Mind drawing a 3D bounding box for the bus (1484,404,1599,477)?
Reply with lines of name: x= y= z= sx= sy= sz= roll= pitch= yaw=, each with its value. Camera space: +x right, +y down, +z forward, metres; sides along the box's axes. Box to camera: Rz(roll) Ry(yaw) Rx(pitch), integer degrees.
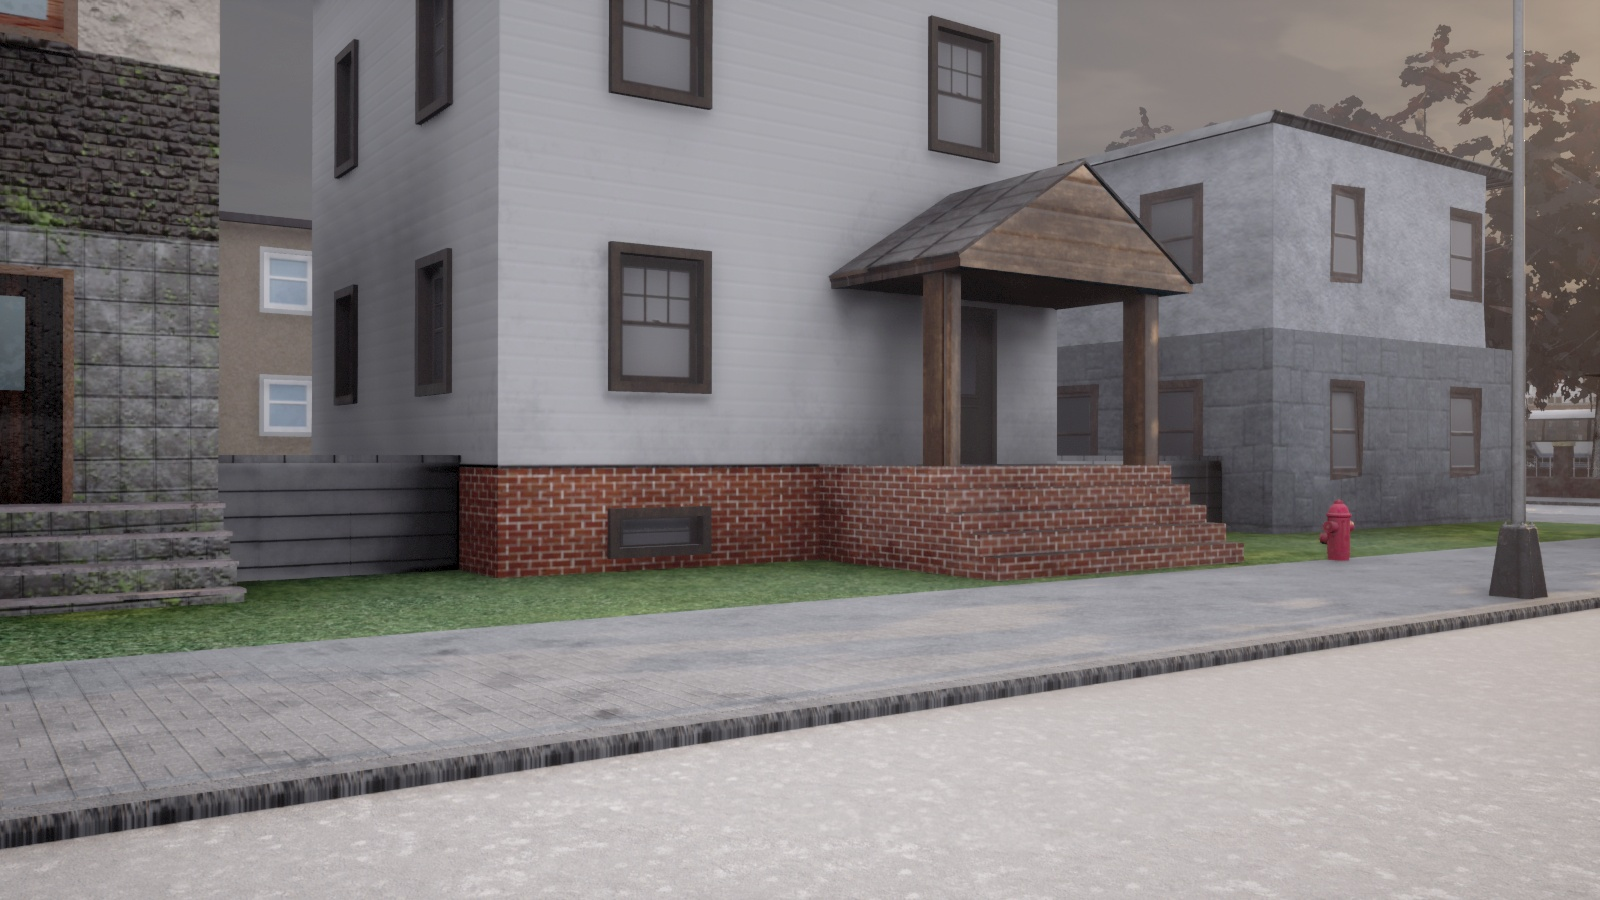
bus: x=47.707 y=-0.547 z=76.169 sx=3.944 sy=4.253 sz=10.273 roll=0 pitch=0 yaw=-34
